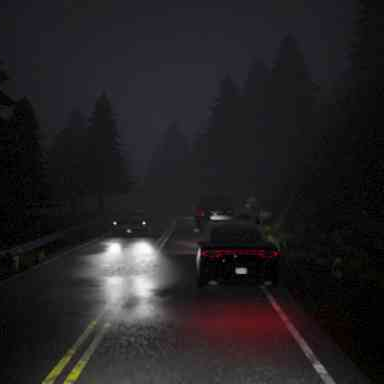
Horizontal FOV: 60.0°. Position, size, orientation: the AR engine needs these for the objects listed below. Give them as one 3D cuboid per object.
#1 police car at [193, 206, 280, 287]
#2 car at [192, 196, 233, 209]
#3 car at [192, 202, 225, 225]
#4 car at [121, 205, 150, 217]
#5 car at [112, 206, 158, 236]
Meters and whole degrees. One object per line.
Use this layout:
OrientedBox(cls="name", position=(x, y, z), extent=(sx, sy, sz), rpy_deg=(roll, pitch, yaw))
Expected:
OrientedBox(cls="police car", position=(1.070, 1.431, 9.481), extent=(1.930, 1.638, 5.238), rpy_deg=(0, 0, 1))
OrientedBox(cls="car", position=(1.260, 1.240, 19.441), extent=(2.150, 2.045, 5.566), rpy_deg=(0, 0, 1))
OrientedBox(cls="car", position=(1.156, 1.548, 25.697), extent=(1.837, 1.490, 4.892), rpy_deg=(1, 0, -5))
OrientedBox(cls="car", position=(-7.852, 2.653, 46.081), extent=(1.994, 1.385, 4.181), rpy_deg=(4, -8, -40))
OrientedBox(cls="car", position=(-3.070, 1.620, 18.556), extent=(1.895, 1.301, 4.718), rpy_deg=(0, 0, 0))
